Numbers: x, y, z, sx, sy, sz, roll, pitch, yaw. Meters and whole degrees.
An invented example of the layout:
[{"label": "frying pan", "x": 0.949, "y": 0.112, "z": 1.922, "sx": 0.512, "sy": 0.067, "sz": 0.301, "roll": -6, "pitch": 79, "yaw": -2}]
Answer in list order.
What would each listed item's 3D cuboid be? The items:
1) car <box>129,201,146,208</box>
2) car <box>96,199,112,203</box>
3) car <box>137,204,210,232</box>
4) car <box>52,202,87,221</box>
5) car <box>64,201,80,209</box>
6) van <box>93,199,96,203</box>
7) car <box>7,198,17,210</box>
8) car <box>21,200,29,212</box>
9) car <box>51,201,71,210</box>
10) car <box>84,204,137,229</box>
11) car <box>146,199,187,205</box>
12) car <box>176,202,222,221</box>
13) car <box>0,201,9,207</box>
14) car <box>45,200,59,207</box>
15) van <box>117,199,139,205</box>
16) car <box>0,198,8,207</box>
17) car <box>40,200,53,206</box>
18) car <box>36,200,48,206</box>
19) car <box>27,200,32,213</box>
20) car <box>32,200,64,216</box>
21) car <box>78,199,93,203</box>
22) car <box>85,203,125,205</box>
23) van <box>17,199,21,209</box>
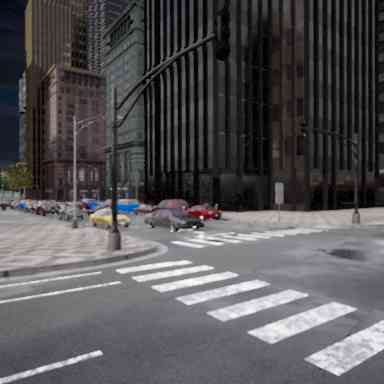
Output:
[{"label": "car", "x": -5.132, "y": 2.014, "z": 37.890, "sx": 1.802, "sy": 1.307, "sz": 4.206, "roll": -1, "pitch": 0, "yaw": -35}, {"label": "car", "x": -11.028, "y": 1.885, "z": 46.186, "sx": 2.192, "sy": 1.841, "sz": 5.009, "roll": -1, "pitch": 0, "yaw": -35}, {"label": "car", "x": -1.388, "y": 1.801, "z": 22.510, "sx": 2.033, "sy": 1.411, "sz": 5.357, "roll": 0, "pitch": -1, "yaw": -36}, {"label": "car", "x": -11.862, "y": 2.009, "z": 32.619, "sx": 2.008, "sy": 1.369, "sz": 4.403, "roll": -1, "pitch": 0, "yaw": -35}, {"label": "car", "x": -22.546, "y": 2.416, "z": 62.332, "sx": 1.802, "sy": 1.307, "sz": 4.206, "roll": -1, "pitch": 0, "yaw": -35}, {"label": "van", "x": -16.918, "y": 2.047, "z": 54.482, "sx": 1.690, "sy": 1.788, "sz": 3.998, "roll": -1, "pitch": 0, "yaw": -35}, {"label": "car", "x": -31.800, "y": 2.359, "z": 60.628, "sx": 1.967, "sy": 1.590, "sz": 4.097, "roll": -1, "pitch": 0, "yaw": -35}, {"label": "car", "x": -23.197, "y": 2.162, "z": 48.541, "sx": 1.967, "sy": 1.590, "sz": 4.097, "roll": -1, "pitch": 0, "yaw": -35}, {"label": "car", "x": -22.901, "y": 2.349, "z": 58.083, "sx": 2.033, "sy": 1.411, "sz": 5.357, "roll": 0, "pitch": -1, "yaw": -35}, {"label": "car", "x": -6.098, "y": 1.848, "z": 24.520, "sx": 1.752, "sy": 1.417, "sz": 4.829, "roll": -1, "pitch": 0, "yaw": -35}, {"label": "car", "x": -2.193, "y": 1.678, "z": 33.743, "sx": 2.192, "sy": 1.841, "sz": 5.009, "roll": -1, "pitch": 0, "yaw": -35}, {"label": "car", "x": 0.757, "y": 1.838, "z": 29.594, "sx": 1.887, "sy": 1.381, "sz": 4.507, "roll": -1, "pitch": 0, "yaw": -35}, {"label": "car", "x": -44.270, "y": 2.776, "z": 78.153, "sx": 1.802, "sy": 1.307, "sz": 4.206, "roll": -1, "pitch": 0, "yaw": -35}, {"label": "car", "x": -31.596, "y": 2.604, "z": 75.047, "sx": 1.947, "sy": 1.339, "sz": 4.313, "roll": -1, "pitch": 0, "yaw": -35}, {"label": "van", "x": -8.083, "y": 1.842, "z": 42.038, "sx": 1.690, "sy": 1.788, "sz": 3.998, "roll": -1, "pitch": 0, "yaw": -35}, {"label": "car", "x": -41.153, "y": 2.671, "z": 73.772, "sx": 1.887, "sy": 1.381, "sz": 4.507, "roll": -1, "pitch": 0, "yaw": -35}, {"label": "car", "x": -34.613, "y": 2.670, "z": 79.286, "sx": 1.947, "sy": 1.339, "sz": 4.313, "roll": -1, "pitch": 0, "yaw": -35}, {"label": "car", "x": -37.630, "y": 2.720, "z": 83.524, "sx": 2.008, "sy": 1.369, "sz": 4.403, "roll": -1, "pitch": 0, "yaw": -35}, {"label": "car", "x": -20.362, "y": 2.201, "z": 44.561, "sx": 1.887, "sy": 1.381, "sz": 4.507, "roll": -1, "pitch": 0, "yaw": -35}, {"label": "car", "x": -17.534, "y": 1.906, "z": 40.581, "sx": 2.192, "sy": 1.841, "sz": 5.009, "roll": -1, "pitch": 0, "yaw": -35}, {"label": "car", "x": -16.849, "y": 2.141, "z": 49.666, "sx": 1.882, "sy": 1.535, "sz": 5.008, "roll": 0, "pitch": -1, "yaw": -35}, {"label": "car", "x": -8.539, "y": 2.022, "z": 32.561, "sx": 1.895, "sy": 1.301, "sz": 4.718, "roll": 0, "pitch": -1, "yaw": -35}, {"label": "van", "x": -26.032, "y": 2.128, "z": 52.522, "sx": 1.690, "sy": 1.788, "sz": 3.998, "roll": -1, "pitch": 0, "yaw": -35}]
